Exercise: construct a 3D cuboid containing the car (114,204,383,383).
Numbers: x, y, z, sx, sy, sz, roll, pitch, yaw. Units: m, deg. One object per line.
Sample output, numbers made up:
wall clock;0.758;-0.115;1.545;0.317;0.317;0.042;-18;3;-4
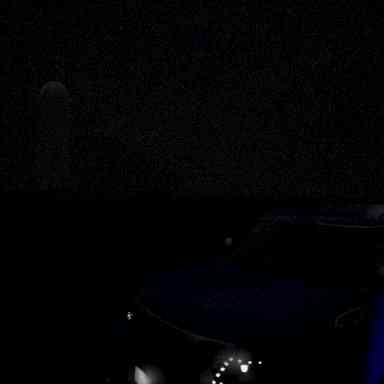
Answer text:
car;1.844;1.224;4.384;5.566;2.045;2.150;0;0;-35
